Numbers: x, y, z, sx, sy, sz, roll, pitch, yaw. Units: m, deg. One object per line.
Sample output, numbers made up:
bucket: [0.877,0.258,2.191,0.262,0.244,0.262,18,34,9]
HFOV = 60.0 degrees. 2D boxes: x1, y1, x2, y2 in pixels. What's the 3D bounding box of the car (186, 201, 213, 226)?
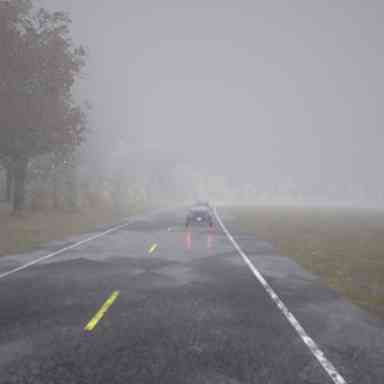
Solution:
car: [0.541,1.644,24.497,1.812,1.442,4.674,0,0,2]
